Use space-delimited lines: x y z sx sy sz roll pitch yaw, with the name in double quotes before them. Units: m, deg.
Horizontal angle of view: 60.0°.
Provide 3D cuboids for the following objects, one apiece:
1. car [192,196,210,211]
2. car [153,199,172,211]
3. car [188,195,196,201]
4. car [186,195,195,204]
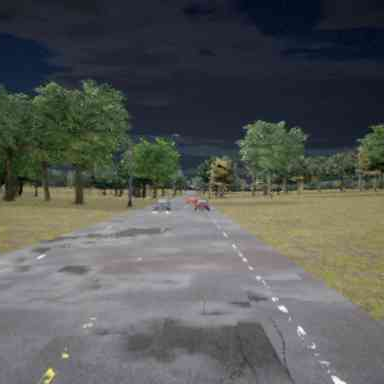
"car" 1.206 1.553 41.325 1.812 1.442 4.674 0 0 0
"car" -3.576 1.551 40.833 1.812 1.442 4.674 0 0 0
"car" -0.037 1.393 80.140 1.812 1.442 4.674 0 0 0
"car" -0.025 1.399 62.994 2.097 1.767 4.553 0 0 0
